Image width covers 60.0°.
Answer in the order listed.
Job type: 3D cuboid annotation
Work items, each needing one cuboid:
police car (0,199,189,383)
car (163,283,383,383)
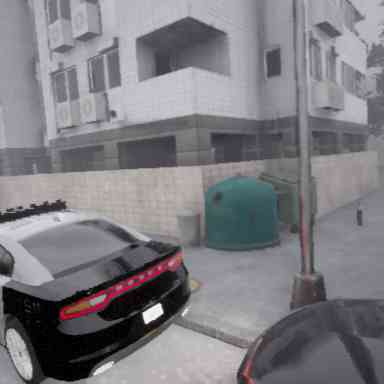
[{"bbox_3d":[-2.410,1.010,5.018,5.238,1.638,1.930,1,11,40],"label":"police car"},{"bbox_3d":[2.299,1.168,1.126,4.674,1.442,1.812,1,11,40],"label":"car"}]
